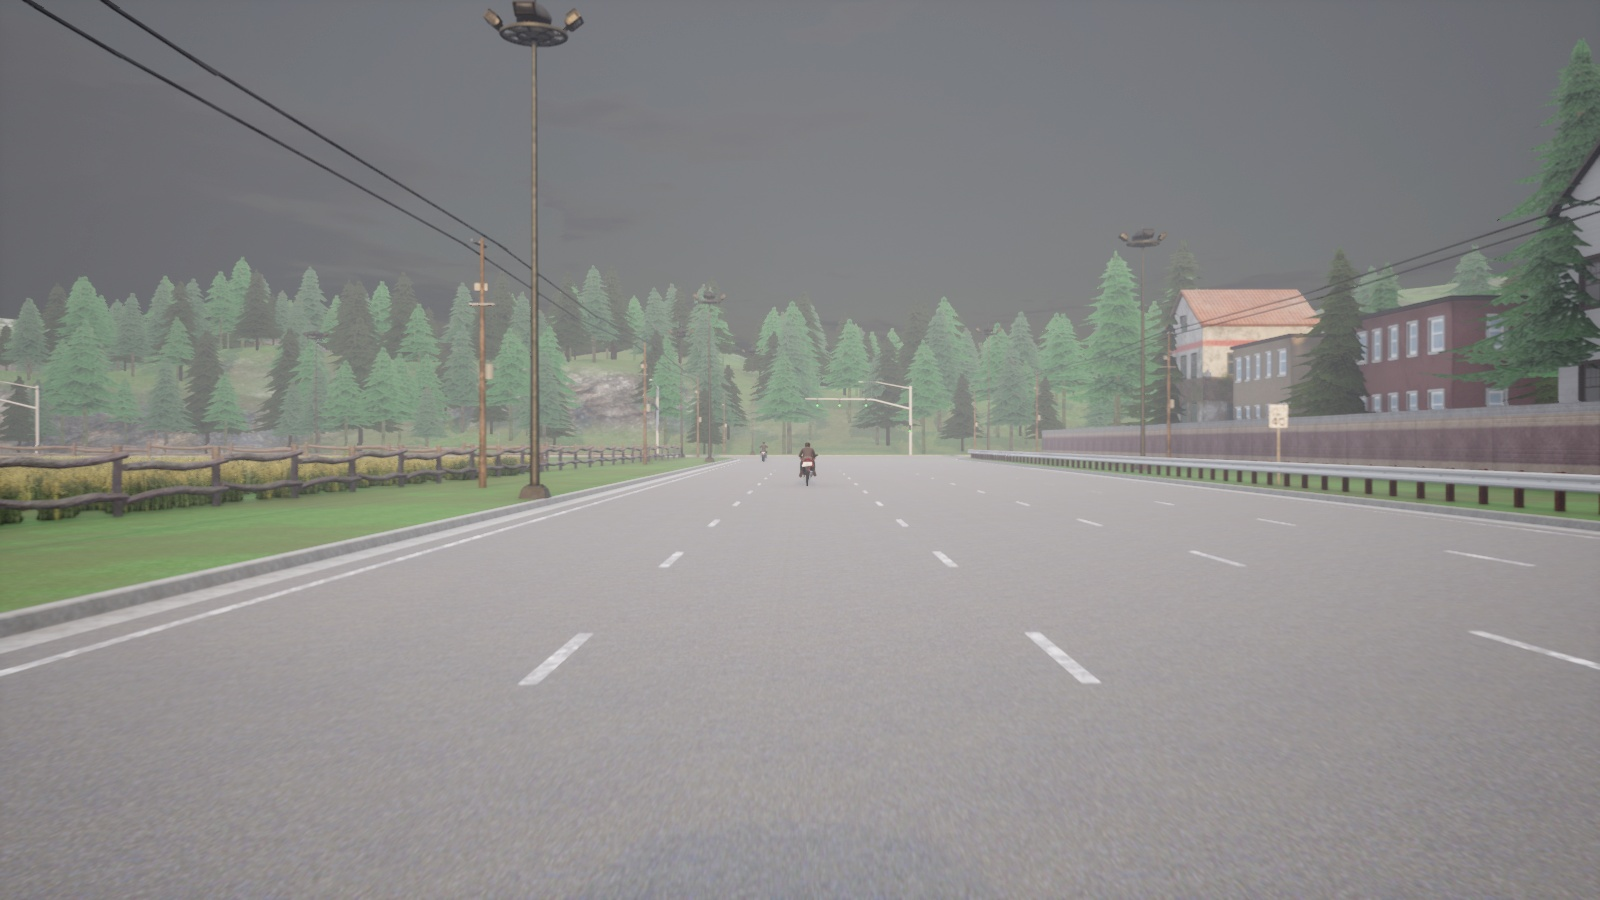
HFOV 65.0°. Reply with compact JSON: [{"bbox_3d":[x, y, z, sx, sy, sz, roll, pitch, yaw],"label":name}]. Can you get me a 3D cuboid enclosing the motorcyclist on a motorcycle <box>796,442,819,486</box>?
[{"bbox_3d":[0.267,0.480,44.147,0.797,1.523,2.044,0,0,0],"label":"motorcyclist on a motorcycle"}]
